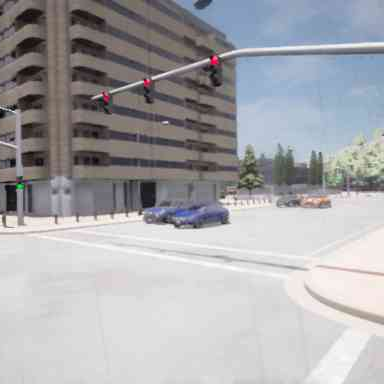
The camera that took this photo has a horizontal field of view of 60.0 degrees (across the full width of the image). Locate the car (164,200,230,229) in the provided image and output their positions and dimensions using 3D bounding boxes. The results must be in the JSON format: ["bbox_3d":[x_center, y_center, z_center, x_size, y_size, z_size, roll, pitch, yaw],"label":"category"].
[{"bbox_3d":[0.665,1.455,21.248,1.812,1.442,4.674,-1,1,40],"label":"car"}]

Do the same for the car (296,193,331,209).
[{"bbox_3d":[13.880,0.919,37.226,2.097,1.767,4.553,-1,0,40],"label":"car"}]

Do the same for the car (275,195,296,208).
[{"bbox_3d":[11.736,1.104,40.120,1.837,1.490,4.892,-1,0,40],"label":"car"}]

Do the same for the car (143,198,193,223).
[{"bbox_3d":[-1.450,1.311,24.217,2.097,1.767,4.553,-1,0,40],"label":"car"}]
